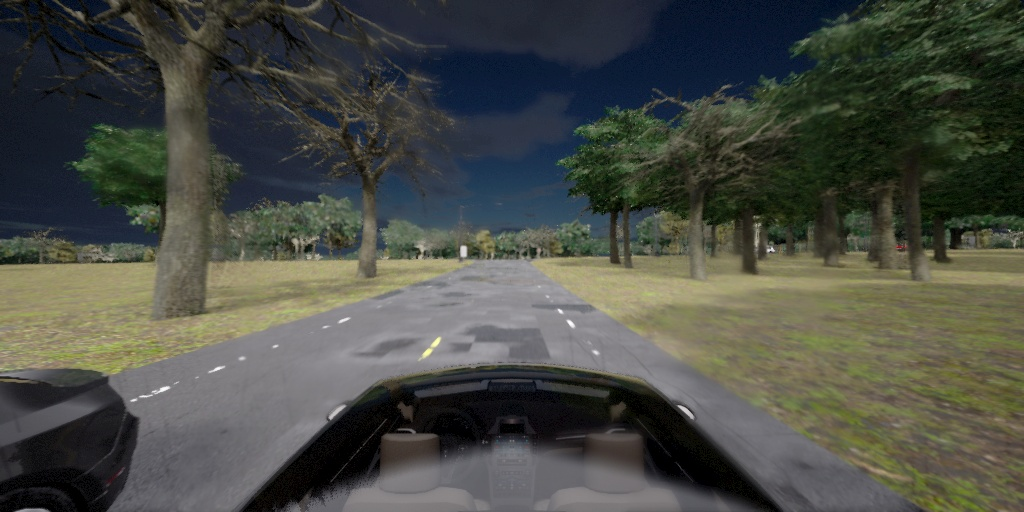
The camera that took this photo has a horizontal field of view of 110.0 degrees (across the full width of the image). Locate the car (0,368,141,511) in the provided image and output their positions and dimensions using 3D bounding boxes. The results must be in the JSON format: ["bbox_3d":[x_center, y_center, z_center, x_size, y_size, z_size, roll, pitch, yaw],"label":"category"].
[{"bbox_3d":[-3.601,1.249,0.497,1.837,1.490,4.892,0,0,0],"label":"car"}]
